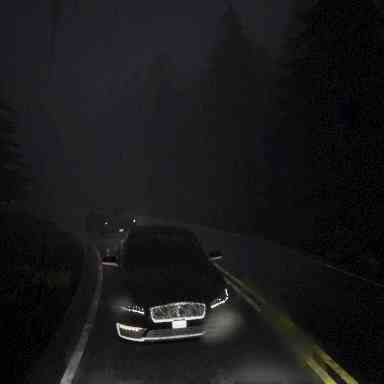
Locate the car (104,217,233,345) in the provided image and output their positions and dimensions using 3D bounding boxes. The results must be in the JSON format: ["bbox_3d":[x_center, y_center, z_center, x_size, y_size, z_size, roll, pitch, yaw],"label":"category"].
[{"bbox_3d":[-0.638,1.494,6.766,1.837,1.490,4.892,-1,0,-11],"label":"car"}]

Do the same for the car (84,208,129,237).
[{"bbox_3d":[-4.613,1.608,18.507,1.895,1.301,4.718,-3,1,-29],"label":"car"}]
